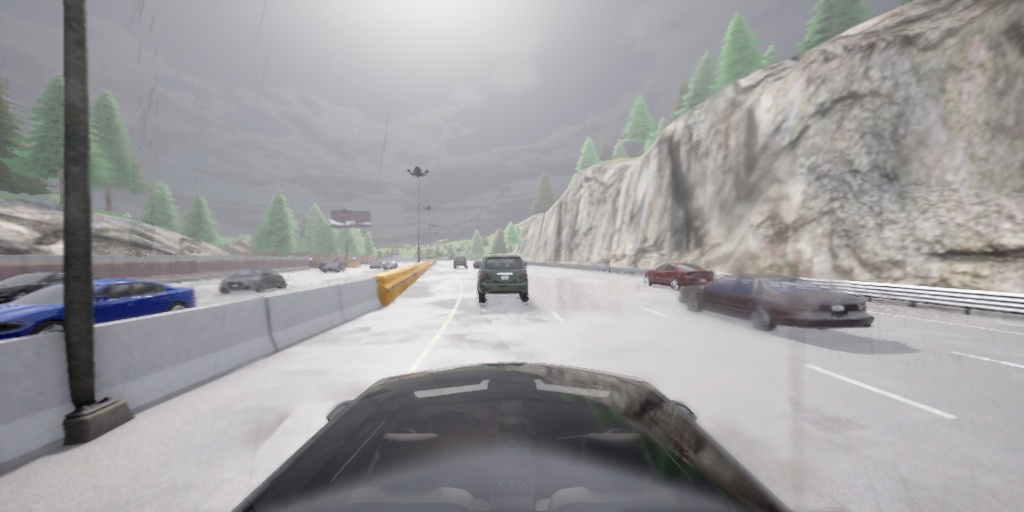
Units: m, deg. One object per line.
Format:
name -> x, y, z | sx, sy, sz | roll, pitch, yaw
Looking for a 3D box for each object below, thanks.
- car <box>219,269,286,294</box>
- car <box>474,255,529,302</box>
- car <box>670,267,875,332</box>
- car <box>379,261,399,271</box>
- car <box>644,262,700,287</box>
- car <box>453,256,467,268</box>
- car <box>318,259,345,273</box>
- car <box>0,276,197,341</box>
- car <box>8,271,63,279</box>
car -> -15.578, 1.492, 21.786 | 1.994, 1.385, 4.181 | -1, 0, -9
car -> -0.580, 0.979, 17.217 | 2.150, 2.045, 5.566 | 0, 0, -6
car -> 7.103, 1.218, 10.537 | 2.033, 1.411, 5.357 | -1, 0, -5
car -> -18.246, 1.453, 54.211 | 2.128, 1.511, 4.902 | -1, 0, -11
car -> 9.507, 1.122, 20.830 | 1.882, 1.535, 5.008 | 0, 0, -7
car -> -9.156, 1.081, 63.121 | 2.150, 2.045, 5.566 | -1, 0, -11
car -> -24.361, 1.577, 49.077 | 2.033, 1.411, 5.357 | -1, 0, -11
car -> -10.819, 1.350, 9.220 | 1.882, 1.535, 5.008 | 0, 0, -3
car -> -21.978, 1.477, 16.777 | 1.882, 1.535, 5.008 | -1, 0, -7
